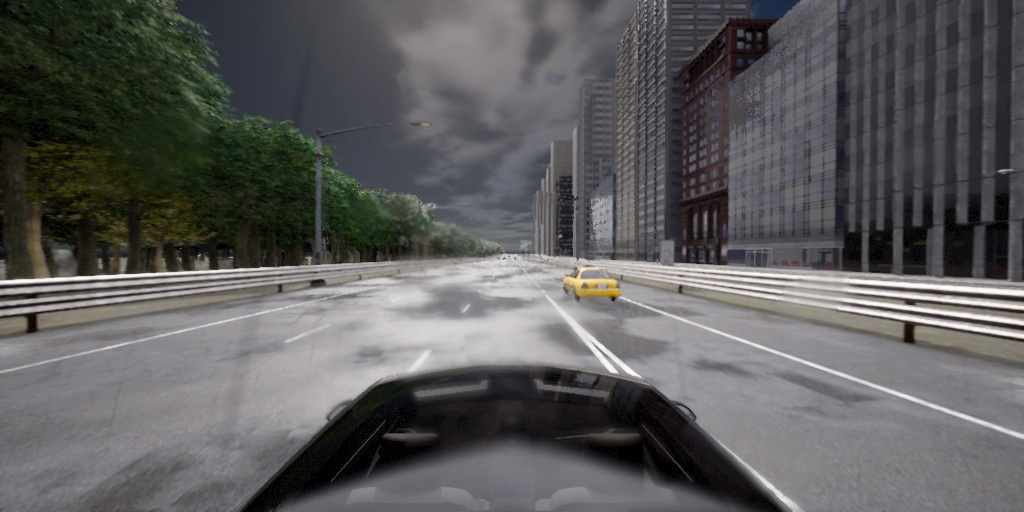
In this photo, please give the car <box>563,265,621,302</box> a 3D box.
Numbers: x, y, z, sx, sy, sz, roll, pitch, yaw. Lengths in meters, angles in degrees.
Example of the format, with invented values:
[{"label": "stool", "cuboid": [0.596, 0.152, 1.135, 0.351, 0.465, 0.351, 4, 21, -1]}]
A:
[{"label": "car", "cuboid": [3.617, 1.208, 17.082, 1.801, 1.575, 5.366, 0, 0, -1]}]
